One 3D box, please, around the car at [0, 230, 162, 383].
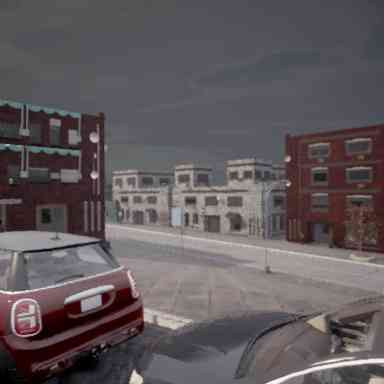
[{"bbox_3d":[-2.990,1.417,5.315,4.553,1.767,2.185,-1,0,35],"label":"car"}]
